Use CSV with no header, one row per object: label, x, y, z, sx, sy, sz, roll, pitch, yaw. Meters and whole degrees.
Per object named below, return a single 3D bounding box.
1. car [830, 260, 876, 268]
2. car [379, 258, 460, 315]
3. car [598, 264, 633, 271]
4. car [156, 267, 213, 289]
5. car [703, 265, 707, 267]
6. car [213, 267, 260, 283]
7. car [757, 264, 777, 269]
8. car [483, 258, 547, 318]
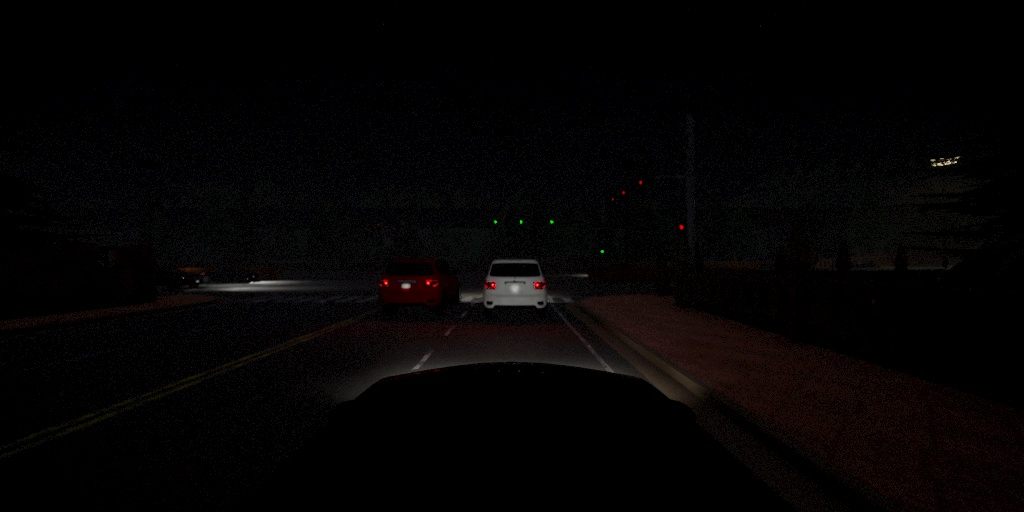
car,43.492,1.341,45.860,4.902,1.511,2.128,-3,-1,0
car,-3.464,1.113,14.372,2.150,2.045,5.566,0,-1,0
car,13.499,1.754,45.951,4.892,1.490,1.837,0,-1,0
car,-24.268,1.504,24.925,4.902,1.511,2.128,0,-1,1
car,23.267,1.796,45.909,5.357,1.411,2.033,0,-1,0
car,-24.999,1.655,31.941,4.181,1.385,1.994,0,-1,0
car,33.114,1.719,45.889,4.892,1.490,1.837,-1,-1,0
car,0.123,1.109,13.839,2.150,2.045,5.566,0,-1,1
